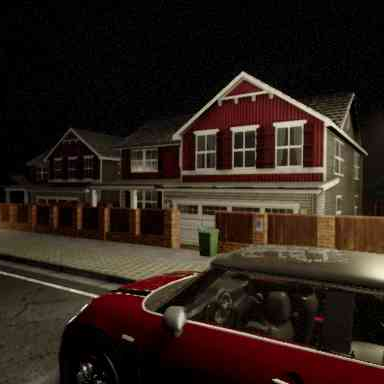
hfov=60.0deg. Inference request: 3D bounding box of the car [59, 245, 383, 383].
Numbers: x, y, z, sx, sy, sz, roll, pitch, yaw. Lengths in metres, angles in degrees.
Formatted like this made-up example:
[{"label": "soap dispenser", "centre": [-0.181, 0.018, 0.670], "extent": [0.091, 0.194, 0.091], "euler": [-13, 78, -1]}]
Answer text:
[{"label": "car", "centre": [0.753, 1.352, 3.335], "extent": [4.553, 1.767, 2.097], "euler": [0, 0, 33]}]
